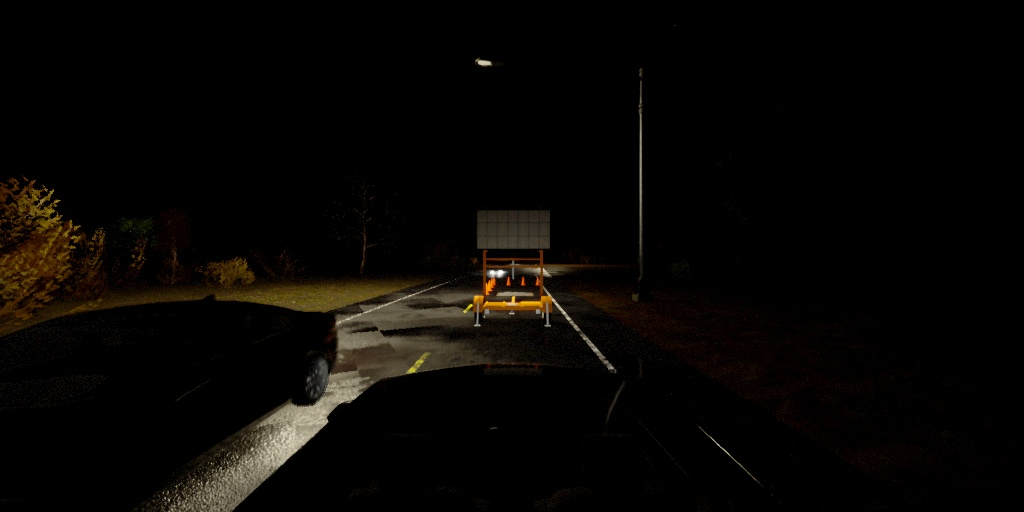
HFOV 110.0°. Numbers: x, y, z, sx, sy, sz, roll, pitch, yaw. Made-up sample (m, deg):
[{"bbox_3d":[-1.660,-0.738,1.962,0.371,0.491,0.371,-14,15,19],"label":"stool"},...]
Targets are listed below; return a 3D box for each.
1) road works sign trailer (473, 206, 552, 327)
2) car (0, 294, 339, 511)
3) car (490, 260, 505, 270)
[{"bbox_3d":[0.039,0.213,11.580,2.380,3.560,2.880,0,0,1],"label":"road works sign trailer"},{"bbox_3d":[-3.582,1.227,3.428,1.882,1.535,5.008,0,0,0],"label":"car"},{"bbox_3d":[-2.055,1.231,50.986,2.128,1.511,4.902,0,0,3],"label":"car"}]
